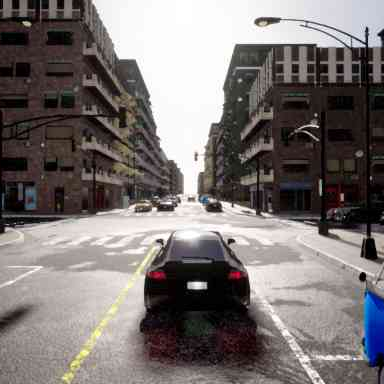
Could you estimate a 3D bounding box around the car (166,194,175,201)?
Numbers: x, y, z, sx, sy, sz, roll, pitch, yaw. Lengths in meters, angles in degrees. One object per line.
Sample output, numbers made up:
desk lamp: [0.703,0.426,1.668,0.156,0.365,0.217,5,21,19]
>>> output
car: [-5.823,1.480,90.797,1.967,1.590,4.097,1,0,0]

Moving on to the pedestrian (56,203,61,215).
pedestrian: [-12.590,1.597,31.437,0.500,1.100,0.500,0,-1,1]

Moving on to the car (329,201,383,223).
car: [13.492,1.473,25.640,4.553,1.767,2.097,0,-1,1]

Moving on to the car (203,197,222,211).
car: [2.638,1.580,40.027,1.947,1.339,4.313,1,0,0]

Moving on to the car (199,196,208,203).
car: [2.582,1.612,73.882,1.802,1.307,4.206,1,0,0]

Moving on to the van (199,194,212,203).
van: [2.614,1.362,56.954,1.690,1.788,3.998,1,0,0]

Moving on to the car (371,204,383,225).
car: [13.506,1.583,19.848,4.313,1.339,1.947,0,-1,1]

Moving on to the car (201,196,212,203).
car: [2.629,1.567,45.669,2.008,1.369,4.403,1,0,0]

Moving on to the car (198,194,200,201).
car: [2.592,1.552,68.409,1.752,1.417,4.829,1,0,0]

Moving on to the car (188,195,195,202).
car: [-0.131,1.559,80.557,2.128,1.511,4.902,0,0,0]

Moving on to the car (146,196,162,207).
car: [-5.759,1.459,51.298,1.967,1.590,4.097,1,0,0]

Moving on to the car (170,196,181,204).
car: [-3.144,1.503,65.234,1.882,1.535,5.008,0,0,0]

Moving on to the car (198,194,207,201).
car: [2.568,1.352,85.167,2.192,1.841,5.009,1,0,0]

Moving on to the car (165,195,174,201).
car: [-5.816,1.587,85.154,2.008,1.369,4.403,1,0,0]

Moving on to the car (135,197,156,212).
car: [-5.741,1.539,39.843,1.752,1.417,4.829,1,0,0]

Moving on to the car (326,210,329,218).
car: [13.596,1.608,28.229,4.097,1.590,1.967,0,-1,1]

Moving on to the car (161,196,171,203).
car: [-5.797,1.575,73.869,1.887,1.381,4.507,1,0,0]

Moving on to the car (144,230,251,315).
car: [0.088,1.566,7.683,1.994,1.385,4.181,0,0,0]

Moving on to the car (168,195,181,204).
car: [-3.179,1.496,51.400,1.882,1.535,5.008,0,0,0]

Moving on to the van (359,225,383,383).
van: [2.670,1.342,2.080,1.690,1.788,3.998,1,0,0]

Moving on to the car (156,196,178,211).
car: [-3.166,1.578,41.007,1.994,1.385,4.181,0,0,0]
